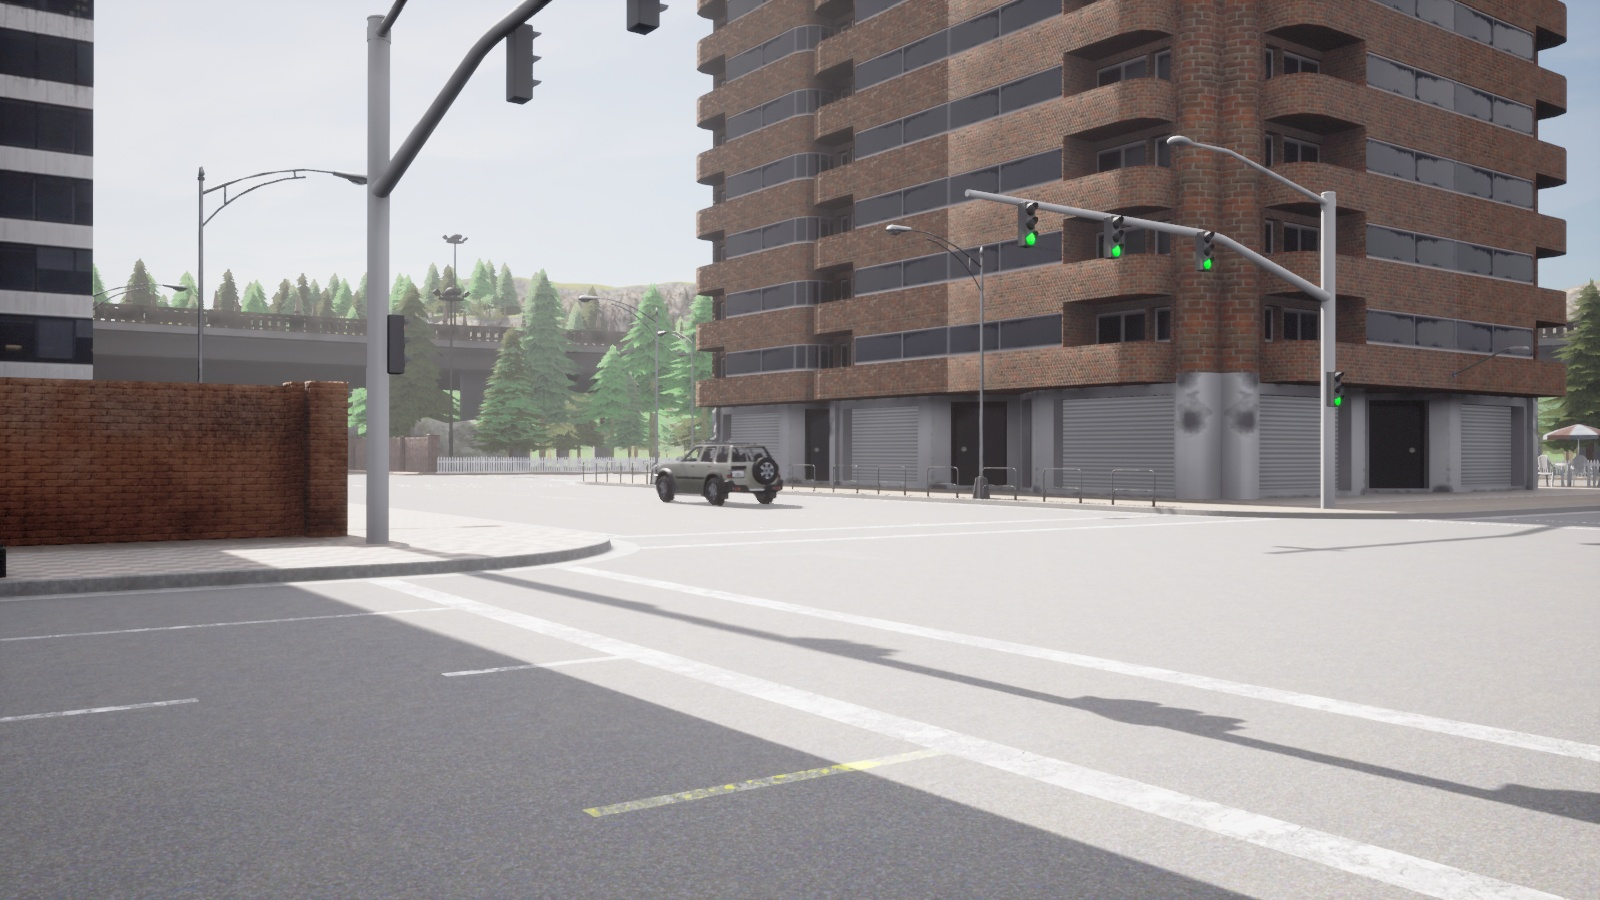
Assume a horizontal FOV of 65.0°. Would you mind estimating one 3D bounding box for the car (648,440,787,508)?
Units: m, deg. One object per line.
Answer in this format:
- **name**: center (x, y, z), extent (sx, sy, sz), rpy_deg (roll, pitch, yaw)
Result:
- **car**: center (-2.486, 0.656, 36.652), extent (1.932, 1.855, 4.605), rpy_deg (0, 0, -35)
